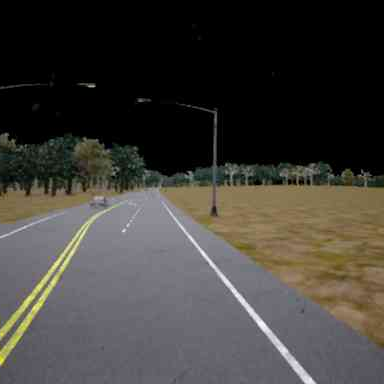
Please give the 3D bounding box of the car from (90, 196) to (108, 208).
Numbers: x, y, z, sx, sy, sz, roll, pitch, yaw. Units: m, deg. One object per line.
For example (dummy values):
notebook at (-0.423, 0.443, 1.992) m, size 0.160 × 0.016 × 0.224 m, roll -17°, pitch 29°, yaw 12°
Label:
car at (-12.132, 1.258, 43.567) m, size 1.812 × 1.442 × 4.674 m, roll 1°, pitch 0°, yaw -6°
